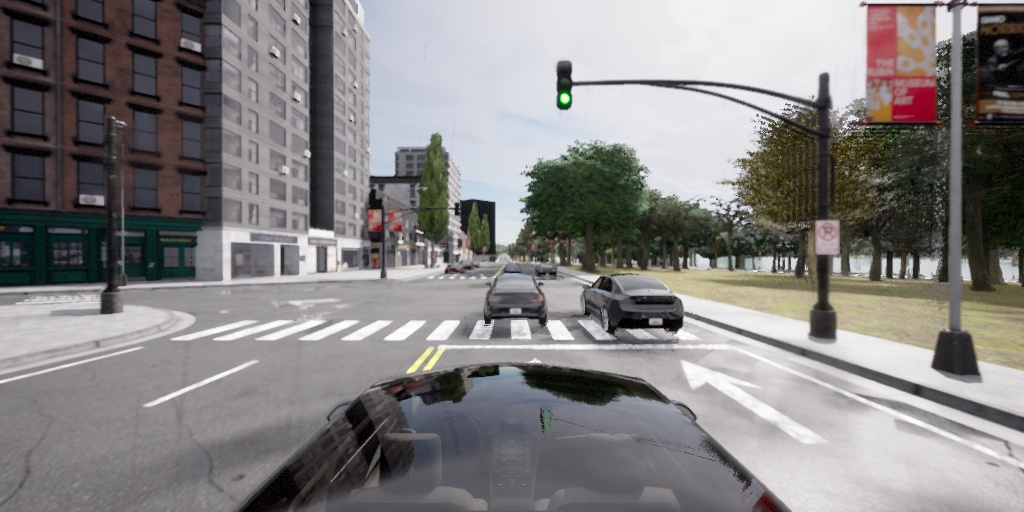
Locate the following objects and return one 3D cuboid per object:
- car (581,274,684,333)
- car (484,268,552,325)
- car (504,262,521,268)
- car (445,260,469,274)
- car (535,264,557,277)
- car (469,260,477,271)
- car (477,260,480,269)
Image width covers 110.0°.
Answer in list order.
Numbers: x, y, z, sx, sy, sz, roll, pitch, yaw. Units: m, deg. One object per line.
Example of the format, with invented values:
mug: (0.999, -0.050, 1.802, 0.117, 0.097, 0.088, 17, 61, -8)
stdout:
car: (3.341, 1.273, 10.750, 1.837, 1.490, 4.892, 0, 0, 0)
car: (0.092, 1.294, 11.789, 1.812, 1.442, 4.674, 0, 0, 0)
car: (0.065, 1.382, 40.513, 1.994, 1.385, 4.181, 0, 0, 0)
car: (-6.620, 1.385, 42.179, 1.994, 1.385, 4.181, 0, 0, 0)
car: (3.318, 1.411, 35.808, 1.895, 1.301, 4.718, 0, 0, 0)
car: (-6.569, 1.319, 51.302, 1.882, 1.535, 5.008, 0, 0, 0)
car: (-6.556, 1.421, 61.836, 2.033, 1.411, 5.357, 0, 0, 0)
